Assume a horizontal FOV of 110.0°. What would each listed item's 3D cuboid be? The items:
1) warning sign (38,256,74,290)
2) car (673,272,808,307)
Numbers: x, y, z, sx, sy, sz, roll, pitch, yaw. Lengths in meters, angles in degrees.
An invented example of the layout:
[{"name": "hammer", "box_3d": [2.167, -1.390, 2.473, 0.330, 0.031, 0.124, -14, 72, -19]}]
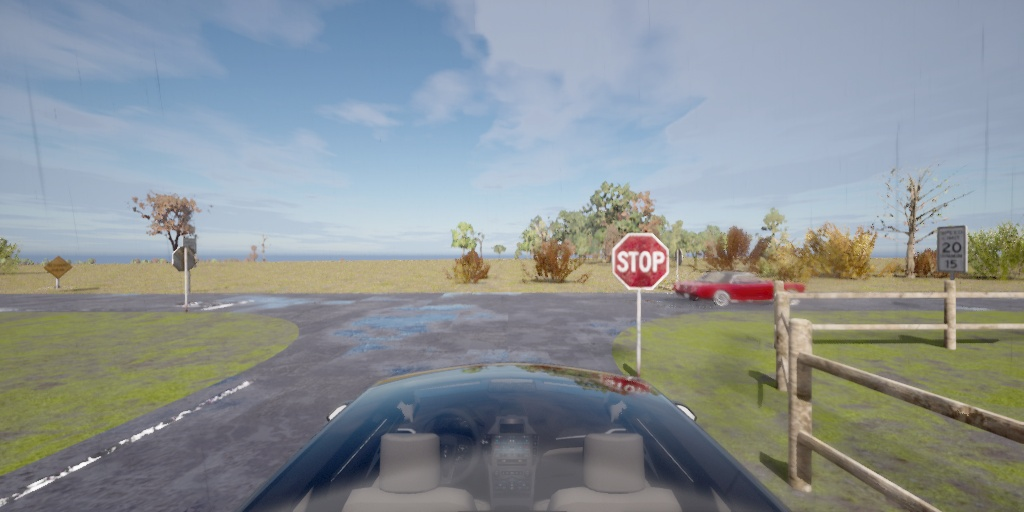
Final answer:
[{"name": "warning sign", "box_3d": [-25.416, 0.917, 20.059, 1.060, 1.860, 1.300, 0, 0, 0]}, {"name": "car", "box_3d": [9.308, 1.316, 14.723, 4.718, 1.301, 1.895, 0, 0, -5]}]
